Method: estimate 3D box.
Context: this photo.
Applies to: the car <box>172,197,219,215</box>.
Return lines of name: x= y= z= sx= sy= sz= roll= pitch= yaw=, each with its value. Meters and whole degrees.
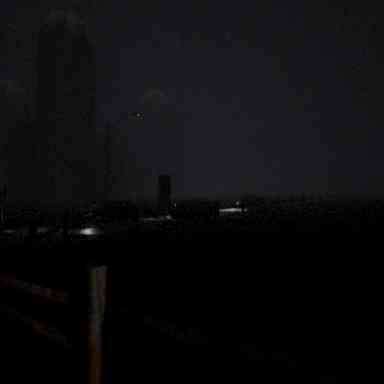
car: x=0.394 y=1.190 z=29.637 sx=1.895 sy=1.301 sz=4.718 roll=1 pitch=1 yaw=35

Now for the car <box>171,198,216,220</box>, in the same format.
car: x=0.305 y=1.262 z=24.382 sx=1.994 sy=1.385 sz=4.181 roll=1 pitch=1 yaw=35

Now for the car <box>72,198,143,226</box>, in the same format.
car: x=-5.319 y=1.209 z=21.510 sx=1.882 sy=1.535 sz=5.008 roll=1 pitch=1 yaw=35

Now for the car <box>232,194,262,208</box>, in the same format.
car: x=6.361 y=0.935 z=38.111 sx=2.128 sy=1.511 sz=4.902 roll=1 pitch=1 yaw=35
